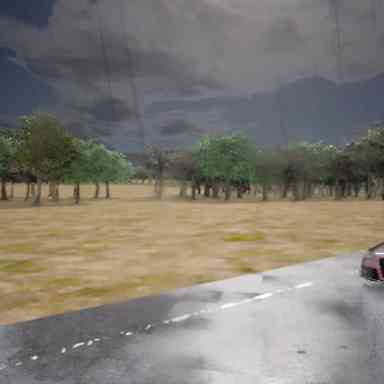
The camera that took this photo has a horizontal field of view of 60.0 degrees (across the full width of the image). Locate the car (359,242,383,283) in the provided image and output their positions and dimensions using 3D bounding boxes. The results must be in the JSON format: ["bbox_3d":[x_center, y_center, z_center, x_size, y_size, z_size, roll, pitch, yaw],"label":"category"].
[{"bbox_3d":[6.052,1.527,8.308,4.181,1.385,1.994,0,0,-35],"label":"car"}]
